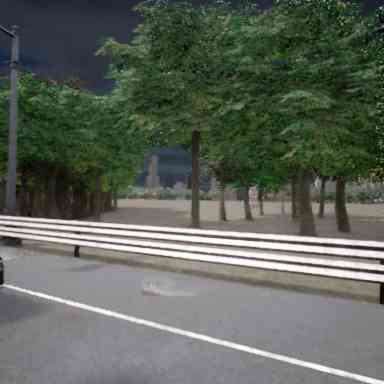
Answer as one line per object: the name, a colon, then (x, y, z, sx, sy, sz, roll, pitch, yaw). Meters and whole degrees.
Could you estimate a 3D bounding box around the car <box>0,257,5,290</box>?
car: (-6.112, 1.589, 7.319, 4.902, 1.511, 2.128, 0, -2, 32)
